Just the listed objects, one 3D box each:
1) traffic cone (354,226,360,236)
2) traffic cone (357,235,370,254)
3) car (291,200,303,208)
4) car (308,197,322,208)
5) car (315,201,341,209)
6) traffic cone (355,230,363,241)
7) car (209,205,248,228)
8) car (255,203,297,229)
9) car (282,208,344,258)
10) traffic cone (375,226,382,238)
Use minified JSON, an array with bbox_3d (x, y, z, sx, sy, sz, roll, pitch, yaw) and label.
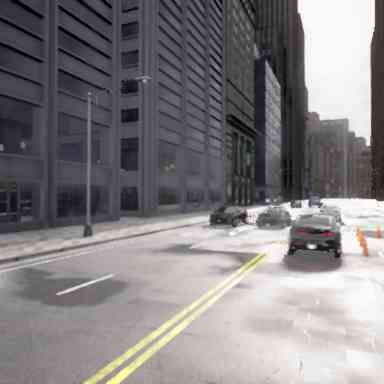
[{"bbox_3d":[8.318,2.123,16.503,0.340,0.580,0.340,0,-1,24],"label":"traffic cone"},{"bbox_3d":[6.689,2.083,12.850,0.340,0.580,0.340,0,-1,24],"label":"traffic cone"},{"bbox_3d":[19.548,2.193,62.304,2.128,1.511,4.902,0,-1,25],"label":"car"},{"bbox_3d":[22.657,1.907,61.285,2.150,2.045,5.566,0,-1,24],"label":"car"},{"bbox_3d":[12.578,1.853,30.412,1.812,1.442,4.674,0,-1,24],"label":"car"},{"bbox_3d":[7.503,2.102,14.677,0.340,0.580,0.340,0,-1,24],"label":"traffic cone"},{"bbox_3d":[2.851,1.740,25.044,1.882,1.535,5.008,0,-1,24],"label":"car"},{"bbox_3d":[6.088,1.802,24.323,2.033,1.411,5.357,0,-1,24],"label":"car"},{"bbox_3d":[5.097,1.641,13.629,1.837,1.490,4.892,0,-1,24],"label":"car"},{"bbox_3d":[10.045,2.139,17.923,0.340,0.580,0.340,0,-1,24],"label":"traffic cone"}]
